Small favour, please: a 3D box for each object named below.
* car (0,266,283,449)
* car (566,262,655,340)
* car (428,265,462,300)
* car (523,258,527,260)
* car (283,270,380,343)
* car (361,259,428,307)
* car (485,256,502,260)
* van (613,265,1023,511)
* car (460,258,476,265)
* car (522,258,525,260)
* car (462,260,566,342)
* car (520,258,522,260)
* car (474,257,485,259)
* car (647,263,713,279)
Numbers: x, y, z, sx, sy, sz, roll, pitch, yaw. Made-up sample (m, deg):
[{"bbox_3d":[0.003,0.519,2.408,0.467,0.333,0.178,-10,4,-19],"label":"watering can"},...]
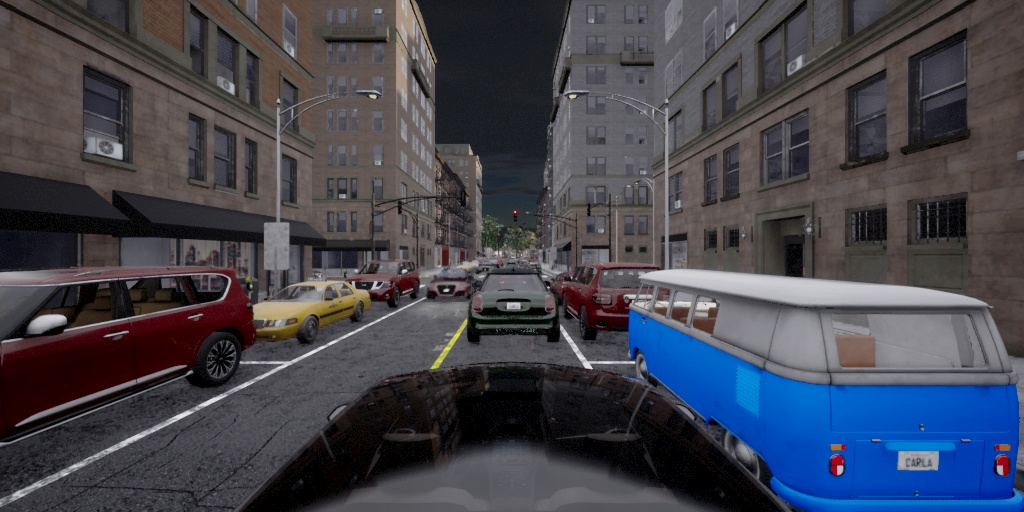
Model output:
[{"bbox_3d":[-5.402,1.065,4.167,2.192,1.841,5.009,0,0,0],"label":"car"},{"bbox_3d":[2.626,1.065,9.856,2.192,1.841,5.009,0,0,0],"label":"car"},{"bbox_3d":[-2.875,1.314,17.704,1.994,1.385,4.181,0,0,0],"label":"car"},{"bbox_3d":[2.575,1.300,42.543,2.007,1.370,4.403,0,0,0],"label":"car"},{"bbox_3d":[-5.411,1.275,9.674,1.751,1.417,4.829,0,0,0],"label":"car"},{"bbox_3d":[-5.421,1.064,15.523,2.192,1.841,5.009,0,0,0],"label":"car"},{"bbox_3d":[-2.924,1.228,55.763,1.882,1.535,5.008,0,0,0],"label":"car"},{"bbox_3d":[2.635,1.091,4.177,1.690,1.789,3.998,0,0,0],"label":"van"},{"bbox_3d":[-5.478,1.274,42.361,1.751,1.417,4.829,0,0,0],"label":"car"},{"bbox_3d":[2.566,1.294,48.025,1.888,1.381,4.507,0,0,0],"label":"car"},{"bbox_3d":[0.021,1.102,9.892,2.097,1.767,4.553,0,0,0],"label":"car"},{"bbox_3d":[2.558,1.300,53.507,2.007,1.370,4.403,0,0,0],"label":"car"},{"bbox_3d":[-5.492,1.275,53.324,1.751,1.417,4.829,0,0,0],"label":"car"},{"bbox_3d":[14.316,1.278,30.711,4.718,1.301,1.895,0,0,-3],"label":"car"}]
